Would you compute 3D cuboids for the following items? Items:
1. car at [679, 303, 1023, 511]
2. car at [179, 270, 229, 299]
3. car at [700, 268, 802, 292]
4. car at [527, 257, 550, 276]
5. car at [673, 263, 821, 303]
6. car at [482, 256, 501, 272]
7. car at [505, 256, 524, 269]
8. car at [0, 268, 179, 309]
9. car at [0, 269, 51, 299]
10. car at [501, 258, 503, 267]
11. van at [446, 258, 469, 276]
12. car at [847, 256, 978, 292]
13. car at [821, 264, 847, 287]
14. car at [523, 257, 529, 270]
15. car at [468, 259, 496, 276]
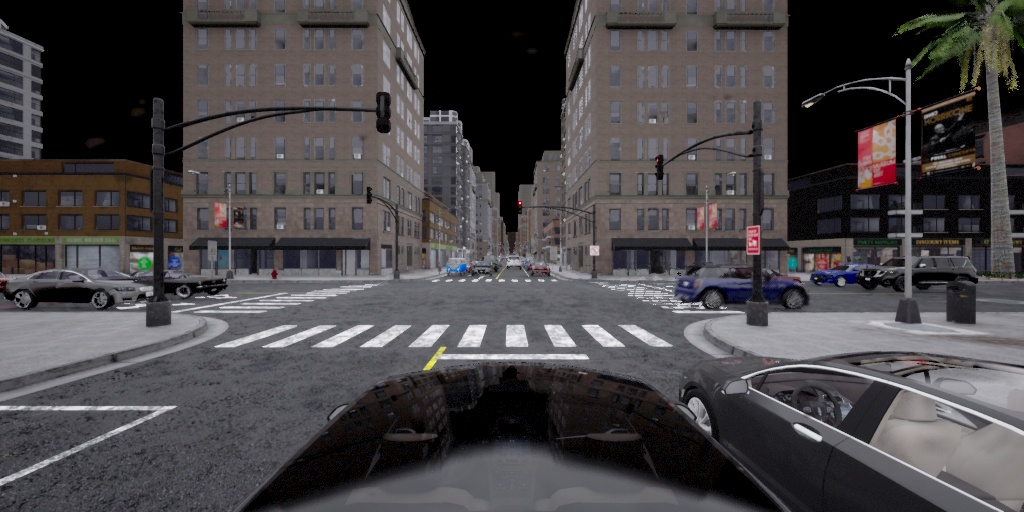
[{"bbox_3d":[2.669,1.300,2.246,2.007,1.370,4.403,0,0,0],"label":"car"},{"bbox_3d":[-16.669,1.326,17.378,4.718,1.301,1.895,0,0,-1],"label":"car"},{"bbox_3d":[13.857,1.370,20.974,4.718,1.301,1.895,0,0,0],"label":"car"},{"bbox_3d":[2.825,1.192,36.895,1.967,1.591,4.097,0,0,0],"label":"car"},{"bbox_3d":[9.020,1.122,14.250,4.553,1.767,2.097,0,0,0],"label":"car"},{"bbox_3d":[-2.896,0.974,45.880,2.150,2.045,5.566,0,0,0],"label":"car"},{"bbox_3d":[0.353,0.972,57.379,2.150,2.045,5.566,0,0,0],"label":"car"},{"bbox_3d":[-16.648,1.221,14.107,4.902,1.511,2.128,0,0,0],"label":"car"},{"bbox_3d":[-25.881,1.312,17.325,4.718,1.301,1.895,0,0,0],"label":"car"},{"bbox_3d":[-2.847,1.354,55.671,1.895,1.301,4.718,0,0,0],"label":"car"},{"bbox_3d":[-5.700,1.092,36.934,1.690,1.789,3.998,0,0,0],"label":"van"},{"bbox_3d":[23.611,1.007,21.022,5.566,2.045,2.150,0,0,0],"label":"car"},{"bbox_3d":[23.058,1.258,24.268,5.008,1.535,1.882,0,0,0],"label":"car"},{"bbox_3d":[2.880,1.193,48.233,1.967,1.591,4.097,0,0,0],"label":"car"},{"bbox_3d":[-2.945,1.316,36.572,1.994,1.385,4.181,0,0,0],"label":"car"}]
